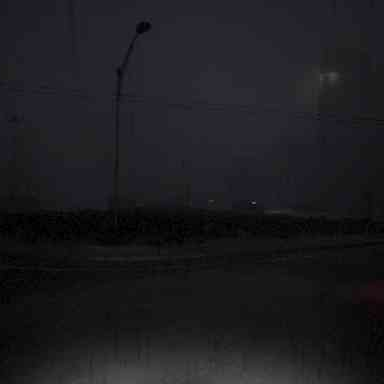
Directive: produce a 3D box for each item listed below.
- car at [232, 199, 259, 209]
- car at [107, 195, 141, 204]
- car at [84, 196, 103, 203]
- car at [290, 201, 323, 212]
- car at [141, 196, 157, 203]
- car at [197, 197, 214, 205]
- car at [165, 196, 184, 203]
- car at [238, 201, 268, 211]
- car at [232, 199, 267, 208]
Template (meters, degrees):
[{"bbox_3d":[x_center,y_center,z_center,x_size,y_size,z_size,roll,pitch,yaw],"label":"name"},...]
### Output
[{"bbox_3d":[9.243,2.012,57.857,2.128,1.511,4.902,1,0,-27],"label":"car"},{"bbox_3d":[-10.642,1.423,50.759,4.605,1.855,1.932,1,0,-27],"label":"car"},{"bbox_3d":[-20.989,1.564,70.717,3.905,1.438,1.784,1,0,-27],"label":"car"},{"bbox_3d":[15.585,2.041,45.663,1.882,1.535,5.008,1,0,-27],"label":"car"},{"bbox_3d":[-10.062,1.791,77.608,4.193,1.474,1.816,1,0,-27],"label":"car"},{"bbox_3d":[2.833,1.835,70.200,2.128,1.511,4.902,1,0,-27],"label":"car"},{"bbox_3d":[-3.445,1.649,65.847,3.866,1.878,1.905,1,0,-27],"label":"car"},{"bbox_3d":[9.140,2.072,50.126,1.895,1.301,4.718,1,0,-27],"label":"car"},{"bbox_3d":[7.517,1.887,44.266,4.611,1.667,2.242,1,0,-27],"label":"car"}]
